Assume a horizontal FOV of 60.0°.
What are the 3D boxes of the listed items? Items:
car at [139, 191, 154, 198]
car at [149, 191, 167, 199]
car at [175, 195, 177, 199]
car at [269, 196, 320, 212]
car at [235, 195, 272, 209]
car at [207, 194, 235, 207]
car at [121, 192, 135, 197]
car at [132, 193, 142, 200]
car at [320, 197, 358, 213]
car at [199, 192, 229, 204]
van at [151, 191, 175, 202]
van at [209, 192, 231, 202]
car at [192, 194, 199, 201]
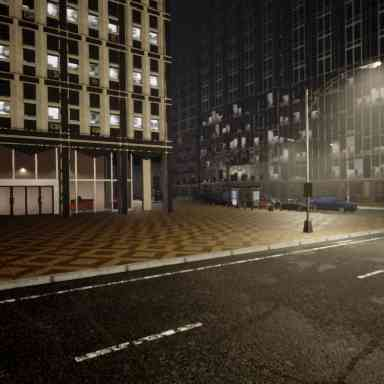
[{"bbox_3d":[-11.217,0.686,82.267,1.967,1.590,4.097,0,1,-35],"label":"car"},{"bbox_3d":[-7.992,0.615,77.585,2.192,1.841,5.009,0,1,-35],"label":"car"},{"bbox_3d":[-4.768,0.936,72.908,1.802,1.307,4.206,0,1,-35],"label":"car"},{"bbox_3d":[10.792,1.424,35.318,1.947,1.339,4.313,0,1,-35],"label":"car"},{"bbox_3d":[7.582,1.388,40.011,1.802,1.307,4.206,0,1,-35],"label":"car"},{"bbox_3d":[4.406,1.319,44.724,1.947,1.339,4.313,0,1,-35],"label":"car"},{"bbox_3d":[-17.665,0.688,91.629,2.008,1.369,4.403,0,1,-35],"label":"car"},{"bbox_3d":[-11.670,1.039,68.155,2.008,1.369,4.403,0,1,-35],"label":"car"},{"bbox_3d":[14.589,1.317,34.585,1.882,1.535,5.008,-1,1,-35],"label":"car"},{"bbox_3d":[3.601,1.014,50.552,2.097,1.767,4.553,-1,1,-34],"label":"car"},{"bbox_3d":[-5.221,0.937,58.792,1.690,1.788,3.998,0,1,-35],"label":"van"},{"bbox_3d":[4.904,0.855,58.863,1.690,1.788,3.998,0,1,-35],"label":"van"},{"bbox_3d":[1.680,1.043,63.547,1.802,1.307,4.206,0,1,-35],"label":"car"}]
